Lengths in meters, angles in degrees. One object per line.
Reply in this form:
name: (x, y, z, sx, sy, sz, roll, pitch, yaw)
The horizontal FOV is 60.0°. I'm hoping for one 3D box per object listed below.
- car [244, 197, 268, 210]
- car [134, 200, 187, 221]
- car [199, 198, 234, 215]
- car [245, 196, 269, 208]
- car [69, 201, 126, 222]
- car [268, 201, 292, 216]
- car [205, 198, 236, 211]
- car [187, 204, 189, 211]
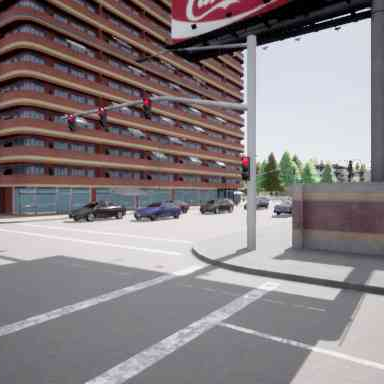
car: (8.361, 1.526, 42.939, 1.812, 1.442, 4.674, 0, 0, 36)
car: (-2.700, 1.526, 27.250, 1.812, 1.442, 4.674, 0, 0, 35)
car: (2.647, 1.505, 34.863, 1.837, 1.490, 4.892, 0, 0, 35)
car: (10.149, 1.501, 51.486, 1.837, 1.490, 4.892, 0, 1, 36)
car: (-7.447, 1.505, 26.629, 1.837, 1.490, 4.892, 0, 0, 35)
car: (9.641, 1.547, 32.291, 2.033, 1.411, 5.357, 0, 0, 35)
car: (3.678, 1.526, 42.395, 1.812, 1.442, 4.674, 0, 0, 36)
car: (-2.132, 1.526, 34.146, 1.812, 1.442, 4.674, 0, 0, 35)
